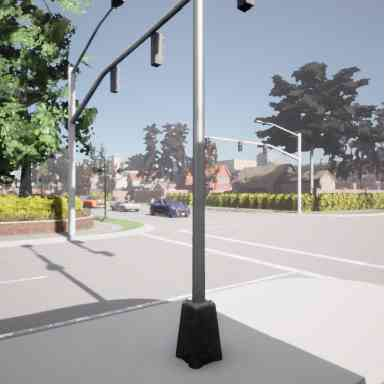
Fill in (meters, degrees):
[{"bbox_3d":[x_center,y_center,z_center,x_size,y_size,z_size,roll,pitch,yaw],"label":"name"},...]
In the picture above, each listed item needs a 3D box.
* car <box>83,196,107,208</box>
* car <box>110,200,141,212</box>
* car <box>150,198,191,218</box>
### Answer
[{"bbox_3d":[-13.709,1.352,46.865,2.097,1.767,4.553,0,0,-36],"label":"car"},{"bbox_3d":[-7.820,1.601,38.724,1.895,1.301,4.718,0,0,-36],"label":"car"},{"bbox_3d":[-2.077,1.352,30.787,2.097,1.767,4.553,0,0,-36],"label":"car"}]
